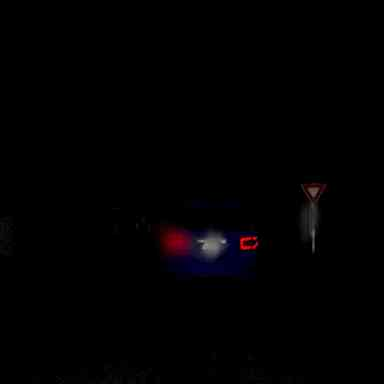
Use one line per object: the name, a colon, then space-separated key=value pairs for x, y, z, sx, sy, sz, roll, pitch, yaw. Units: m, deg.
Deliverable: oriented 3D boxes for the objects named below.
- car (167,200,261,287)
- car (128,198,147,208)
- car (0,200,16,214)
car: x=0.745 y=1.227 z=9.561 sx=2.150 sy=2.045 sz=5.566 roll=0 pitch=0 yaw=7
car: x=-7.652 y=1.583 z=46.112 sx=4.181 sy=1.385 sz=1.994 roll=0 pitch=0 yaw=-5
car: x=-19.698 y=1.491 z=33.056 sx=1.882 sy=1.535 sz=5.008 roll=-1 pitch=0 yaw=7
